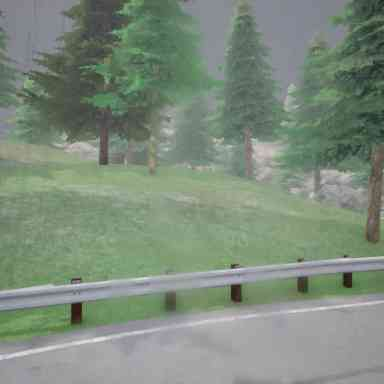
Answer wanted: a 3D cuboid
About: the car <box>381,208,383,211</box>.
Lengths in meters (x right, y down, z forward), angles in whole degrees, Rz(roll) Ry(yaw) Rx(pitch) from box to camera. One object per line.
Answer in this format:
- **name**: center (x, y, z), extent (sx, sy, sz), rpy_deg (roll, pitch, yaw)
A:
- **car**: center (16.146, 1.562, 32.468), extent (2.033, 1.411, 5.357), rpy_deg (0, 0, -15)
